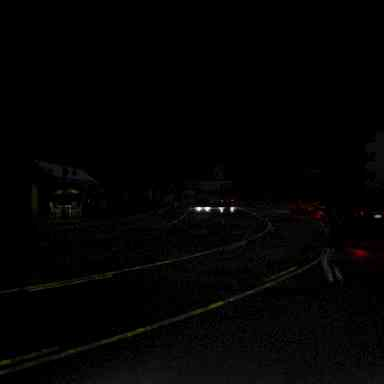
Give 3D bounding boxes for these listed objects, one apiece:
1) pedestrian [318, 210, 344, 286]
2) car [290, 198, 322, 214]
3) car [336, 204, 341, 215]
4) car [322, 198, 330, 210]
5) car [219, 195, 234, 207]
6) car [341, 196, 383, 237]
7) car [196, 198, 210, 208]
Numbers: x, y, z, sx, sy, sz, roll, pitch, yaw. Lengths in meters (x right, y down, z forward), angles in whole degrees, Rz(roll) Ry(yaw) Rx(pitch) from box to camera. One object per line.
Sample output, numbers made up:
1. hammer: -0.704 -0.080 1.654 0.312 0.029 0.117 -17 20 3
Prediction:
1. pedestrian: 3.321 1.294 7.966 0.375 1.860 0.375 0 0 40
2. car: 11.756 1.478 35.268 1.882 1.535 5.008 0 0 3
3. car: 14.993 1.505 30.976 1.837 1.490 4.892 0 0 4
4. car: 15.504 1.492 41.357 2.128 1.511 4.902 0 0 2
5. car: 5.195 1.350 50.587 2.097 1.767 4.553 0 0 2
6. car: 9.546 1.222 17.908 2.150 2.045 5.566 0 0 20
7. car: 1.622 1.564 48.659 1.994 1.385 4.181 0 0 2
